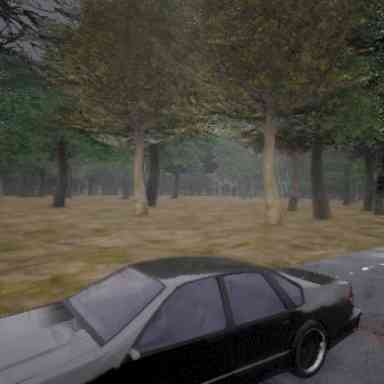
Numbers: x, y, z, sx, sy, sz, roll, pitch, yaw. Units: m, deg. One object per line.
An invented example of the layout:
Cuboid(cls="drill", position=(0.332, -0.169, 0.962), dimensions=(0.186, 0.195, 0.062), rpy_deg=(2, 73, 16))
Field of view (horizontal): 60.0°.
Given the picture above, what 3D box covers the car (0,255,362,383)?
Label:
Cuboid(cls="car", position=(-0.139, 1.568, 4.065), dimensions=(5.357, 1.411, 2.033), rpy_deg=(0, 0, -33))
